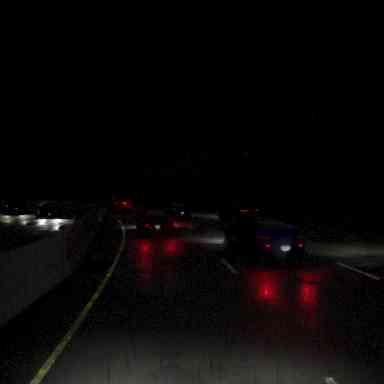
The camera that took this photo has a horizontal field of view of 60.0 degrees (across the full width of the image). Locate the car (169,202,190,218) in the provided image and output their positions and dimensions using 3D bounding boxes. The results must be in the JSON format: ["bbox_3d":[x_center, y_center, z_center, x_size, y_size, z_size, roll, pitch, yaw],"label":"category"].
[{"bbox_3d":[-1.517,1.591,30.218,1.812,1.442,4.674,0,0,-18],"label":"car"}]

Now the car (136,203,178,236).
[{"bbox_3d":[-2.165,1.571,18.916,1.812,1.442,4.674,0,0,-11],"label":"car"}]

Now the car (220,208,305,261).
[{"bbox_3d":[2.533,1.538,12.353,1.812,1.442,4.674,0,0,-7],"label":"car"}]

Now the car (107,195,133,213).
[{"bbox_3d":[-8.418,1.344,38.631,2.150,2.045,5.566,0,0,-23],"label":"car"}]

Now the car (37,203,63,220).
[{"bbox_3d":[-12.779,1.698,30.134,1.994,1.385,4.181,0,0,-20],"label":"car"}]

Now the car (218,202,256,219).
[{"bbox_3d":[3.497,1.522,25.453,2.128,1.511,4.902,0,0,-14],"label":"car"}]

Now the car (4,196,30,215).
[{"bbox_3d":[-19.416,1.423,36.994,2.150,2.045,5.566,0,-1,-26],"label":"car"}]
